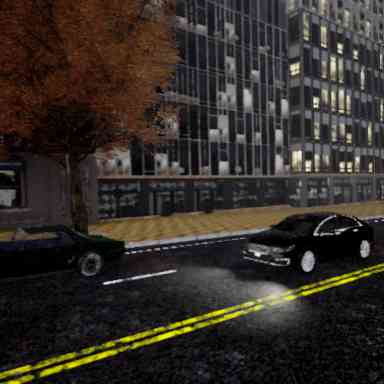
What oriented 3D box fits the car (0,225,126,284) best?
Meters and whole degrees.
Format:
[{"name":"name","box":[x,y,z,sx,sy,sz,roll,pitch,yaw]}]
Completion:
[{"name":"car","box":[-4.250,1.583,8.625,4.718,1.301,1.895,-1,0,-35]}]

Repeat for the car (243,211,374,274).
[{"name":"car","box":[3.735,1.396,10.293,4.892,1.490,1.837,-1,0,-35]}]
